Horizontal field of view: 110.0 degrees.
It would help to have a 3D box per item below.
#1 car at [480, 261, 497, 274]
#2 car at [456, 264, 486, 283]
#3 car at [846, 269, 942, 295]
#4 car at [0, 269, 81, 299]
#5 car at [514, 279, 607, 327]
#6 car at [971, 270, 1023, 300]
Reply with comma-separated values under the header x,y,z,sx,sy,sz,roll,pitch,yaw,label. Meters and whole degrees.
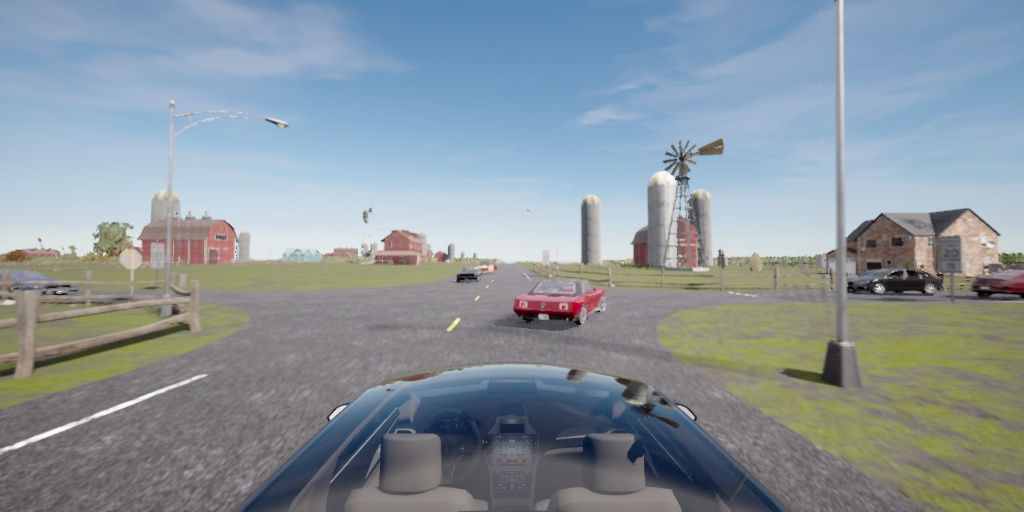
x,y,z,sx,sy,sz,roll,pitch,yaw,label
-3.597,1.514,49.037,2.097,1.767,4.553,0,0,0,car
-3.607,1.596,30.846,1.895,1.301,4.718,0,0,0,car
21.970,1.482,20.939,4.892,1.490,1.837,0,-1,0,car
-25.017,1.372,17.780,5.357,1.411,2.033,0,-1,0,car
1.855,1.434,12.069,1.895,1.301,4.718,0,-1,25,car
26.060,1.447,18.012,4.674,1.442,1.812,0,-1,0,car
